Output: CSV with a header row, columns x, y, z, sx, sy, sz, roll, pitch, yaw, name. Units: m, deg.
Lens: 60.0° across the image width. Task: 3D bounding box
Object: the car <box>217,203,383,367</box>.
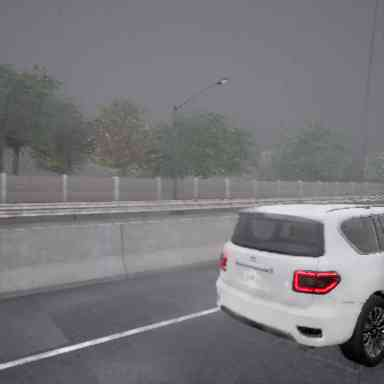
x,y,z,sx,sy,sz,roll,pitch,yaw,name
2.998,1.217,6.010,5.566,2.045,2.150,0,0,-36,car
